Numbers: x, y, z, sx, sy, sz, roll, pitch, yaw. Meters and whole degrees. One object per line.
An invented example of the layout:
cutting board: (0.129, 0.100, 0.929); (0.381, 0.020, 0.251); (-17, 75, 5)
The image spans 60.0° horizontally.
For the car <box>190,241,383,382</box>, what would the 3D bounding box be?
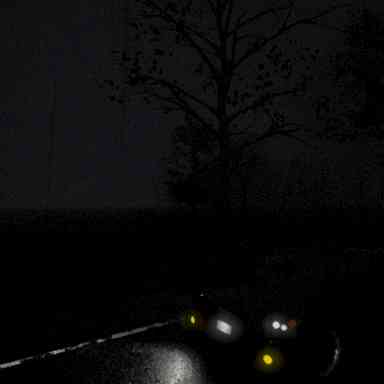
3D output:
car: (2.030, 1.563, 5.466); (4.181, 1.385, 1.994); (0, 0, -36)
